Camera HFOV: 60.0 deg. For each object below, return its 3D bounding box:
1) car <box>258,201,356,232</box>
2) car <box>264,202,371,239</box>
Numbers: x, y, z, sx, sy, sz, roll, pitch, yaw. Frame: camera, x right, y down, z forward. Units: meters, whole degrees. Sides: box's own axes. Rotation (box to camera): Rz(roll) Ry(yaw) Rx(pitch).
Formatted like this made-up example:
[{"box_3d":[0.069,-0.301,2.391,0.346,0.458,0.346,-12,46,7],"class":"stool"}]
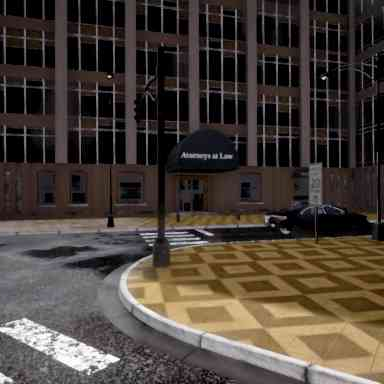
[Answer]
[{"box_3d":[6.484,1.314,18.922,4.902,1.511,2.128,0,0,-14],"class":"car"},{"box_3d":[6.087,1.309,15.887,4.902,1.511,2.128,0,0,-14],"class":"car"}]
